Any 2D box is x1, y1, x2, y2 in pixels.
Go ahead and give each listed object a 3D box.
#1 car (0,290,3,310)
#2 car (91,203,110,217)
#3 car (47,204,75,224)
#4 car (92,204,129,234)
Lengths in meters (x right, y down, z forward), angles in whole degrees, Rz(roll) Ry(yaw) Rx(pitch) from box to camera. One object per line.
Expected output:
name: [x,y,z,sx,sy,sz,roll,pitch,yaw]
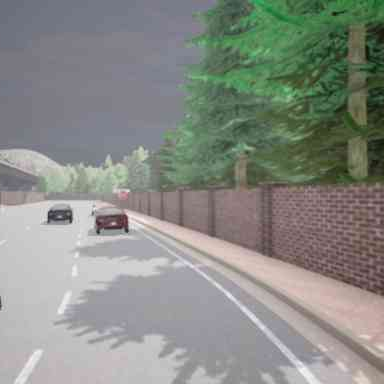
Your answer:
car: [-4.158,1.622,4.283,1.994,1.385,4.181,0,-1,-9]
car: [-10.329,1.968,37.483,1.895,1.301,4.718,0,0,-18]
car: [-11.058,1.770,28.218,1.882,1.535,5.008,0,0,-18]
car: [-5.174,1.683,21.199,1.882,1.535,5.008,0,-1,-17]
